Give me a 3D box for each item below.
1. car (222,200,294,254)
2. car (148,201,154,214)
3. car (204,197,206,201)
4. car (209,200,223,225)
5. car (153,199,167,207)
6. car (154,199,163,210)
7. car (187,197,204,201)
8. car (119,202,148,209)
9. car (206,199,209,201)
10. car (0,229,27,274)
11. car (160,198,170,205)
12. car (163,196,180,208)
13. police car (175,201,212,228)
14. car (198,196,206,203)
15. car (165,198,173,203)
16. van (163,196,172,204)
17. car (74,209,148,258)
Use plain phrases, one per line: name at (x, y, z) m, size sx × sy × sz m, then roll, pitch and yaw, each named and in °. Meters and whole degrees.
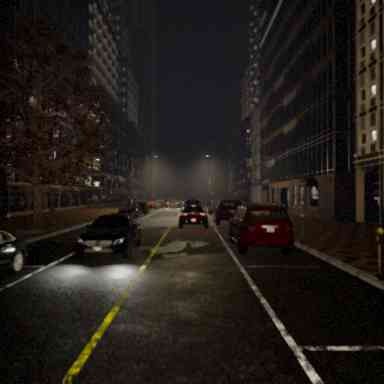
car at (2.697, 1.408, 13.797) m, size 2.192 × 1.841 × 5.009 m, roll 0°, pitch 0°, yaw 0°
car at (-5.681, 1.805, 36.578) m, size 1.947 × 1.339 × 4.313 m, roll 0°, pitch 0°, yaw 0°
car at (2.705, 1.973, 65.024) m, size 1.947 × 1.339 × 4.313 m, roll 0°, pitch 0°, yaw 0°
car at (2.699, 1.482, 25.182) m, size 2.192 × 1.841 × 5.009 m, roll 0°, pitch 0°, yaw 0°
car at (-5.676, 1.926, 59.346) m, size 2.008 × 1.369 × 4.403 m, roll 0°, pitch 0°, yaw 0°
car at (-5.678, 1.890, 47.960) m, size 1.802 × 1.307 × 4.206 m, roll 0°, pitch 0°, yaw 0°
car at (0.109, 1.621, 41.409) m, size 2.097 × 1.767 × 4.553 m, roll 0°, pitch 0°, yaw 0°
car at (-5.681, 1.755, 30.885) m, size 2.008 × 1.369 × 4.403 m, roll 0°, pitch 0°, yaw 0°
car at (2.700, 1.765, 36.733) m, size 1.752 × 1.417 × 4.829 m, roll 0°, pitch 0°, yaw 0°
car at (-5.686, 1.606, 8.117) m, size 2.008 × 1.369 × 4.403 m, roll 0°, pitch 0°, yaw 0°
car at (-5.674, 1.985, 70.730) m, size 1.887 × 1.381 × 4.507 m, roll 0°, pitch 0°, yaw 0°
car at (-3.056, 1.698, 54.518) m, size 2.097 × 1.767 × 4.553 m, roll 0°, pitch 0°, yaw 0°
police car at (0.103, 1.658, 23.631) m, size 2.038 × 1.542 × 4.974 m, roll 0°, pitch -1°, yaw 0°
car at (2.711, 1.976, 87.791) m, size 1.967 × 1.590 × 4.097 m, roll 0°, pitch 0°, yaw 0°
car at (-5.672, 2.087, 82.115) m, size 1.802 × 1.307 × 4.206 m, roll 0°, pitch 0°, yaw 0°
van at (-5.672, 1.814, 76.424) m, size 1.690 × 1.788 × 3.998 m, roll 0°, pitch 0°, yaw 0°
car at (-3.098, 1.615, 13.220) m, size 1.812 × 1.442 × 4.674 m, roll 0°, pitch 0°, yaw 0°
